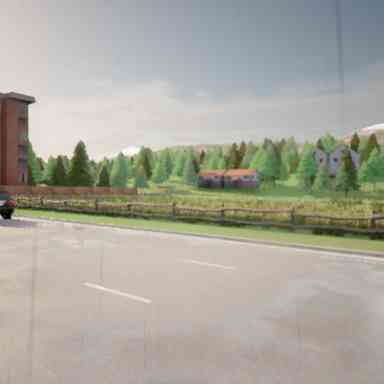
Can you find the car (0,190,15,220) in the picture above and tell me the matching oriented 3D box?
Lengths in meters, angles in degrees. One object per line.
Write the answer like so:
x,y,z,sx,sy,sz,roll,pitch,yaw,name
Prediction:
-14.417,0.854,22.857,5.566,2.045,2.150,1,0,35,car
